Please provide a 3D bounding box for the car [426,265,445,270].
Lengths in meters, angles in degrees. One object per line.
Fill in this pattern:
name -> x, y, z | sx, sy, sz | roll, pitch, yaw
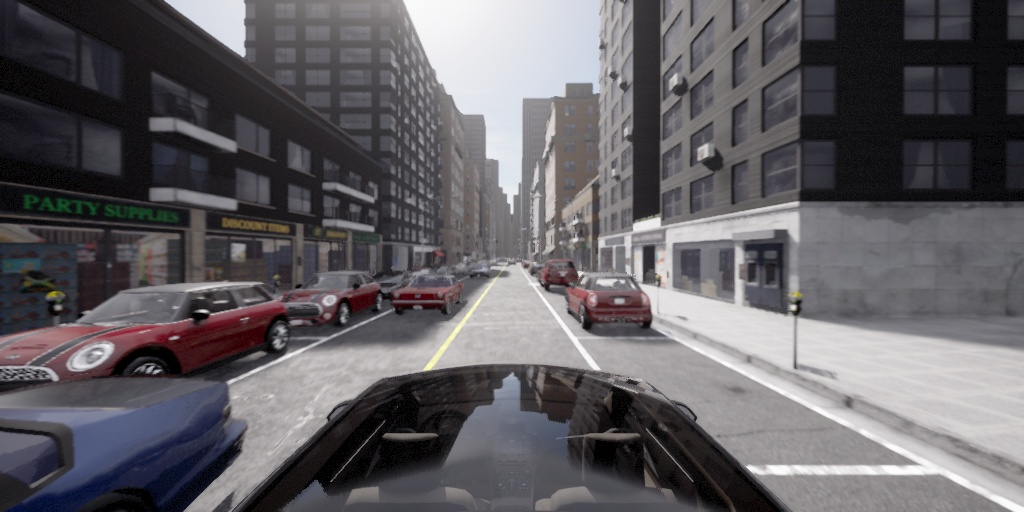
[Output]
car -> -5.663, 1.403, 22.482 | 1.802, 1.307, 4.207 | 0, 0, 0

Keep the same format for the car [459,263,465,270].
car -> -5.658, 1.431, 39.074 | 2.007, 1.370, 4.403 | 0, 0, 0

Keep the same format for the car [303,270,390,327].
car -> -5.667, 1.222, 11.421 | 1.967, 1.591, 4.097 | 0, 0, 0

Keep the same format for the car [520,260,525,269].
car -> 2.875, 1.505, 61.202 | 1.888, 1.381, 4.507 | 0, 0, 0

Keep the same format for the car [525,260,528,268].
car -> 2.870, 1.428, 44.784 | 1.751, 1.417, 4.829 | 0, 0, 0

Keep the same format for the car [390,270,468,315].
car -> -3.077, 1.392, 13.932 | 1.895, 1.301, 4.718 | 0, 0, 0

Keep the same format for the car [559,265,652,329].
car -> 2.858, 1.224, 11.439 | 1.967, 1.591, 4.097 | 0, 0, 0

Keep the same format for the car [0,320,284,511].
car -> -3.100, 1.293, 0.558 | 2.033, 1.411, 5.357 | 0, 0, 0

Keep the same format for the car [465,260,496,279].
car -> -3.007, 1.415, 35.215 | 2.033, 1.411, 5.357 | 0, 0, 0

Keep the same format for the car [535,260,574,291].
car -> 2.862, 1.138, 22.497 | 2.192, 1.841, 5.009 | 0, 0, 0

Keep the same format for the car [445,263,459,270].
car -> -5.661, 1.407, 28.012 | 1.948, 1.339, 4.313 | 0, 0, 0

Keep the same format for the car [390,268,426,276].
car -> -5.665, 1.367, 16.951 | 1.948, 1.339, 4.313 | 0, 0, 0

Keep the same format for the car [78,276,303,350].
car -> -5.669, 1.203, 5.890 | 1.967, 1.591, 4.097 | 0, 0, 0

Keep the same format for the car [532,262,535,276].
car -> 2.864, 1.409, 28.026 | 1.948, 1.339, 4.313 | 0, 0, 0

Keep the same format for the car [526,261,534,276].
car -> 2.868, 1.448, 39.085 | 1.948, 1.339, 4.313 | 0, 0, 0
